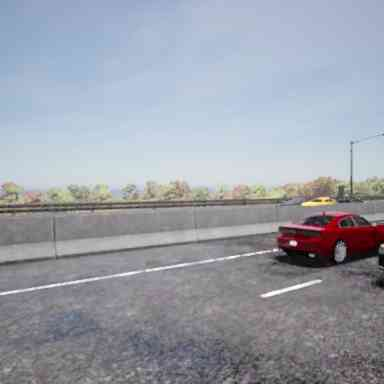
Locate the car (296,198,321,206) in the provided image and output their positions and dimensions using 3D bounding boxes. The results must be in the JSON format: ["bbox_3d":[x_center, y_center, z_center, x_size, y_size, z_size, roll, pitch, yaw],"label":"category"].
[{"bbox_3d":[13.658,1.343,35.193,5.008,1.535,1.882,0,0,-35],"label":"car"}]

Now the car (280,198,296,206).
[{"bbox_3d":[12.554,1.408,38.690,5.357,1.411,2.033,0,0,-35],"label":"car"}]

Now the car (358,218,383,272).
[{"bbox_3d":[6.645,1.448,8.498,4.902,1.511,2.128,0,0,-36],"label":"car"}]

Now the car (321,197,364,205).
[{"bbox_3d":[14.763,1.377,31.690,4.892,1.490,1.837,0,0,-35],"label":"car"}]

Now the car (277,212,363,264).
[{"bbox_3d":[5.146,1.431,11.728,5.008,1.535,1.882,0,0,-36],"label":"car"}]
